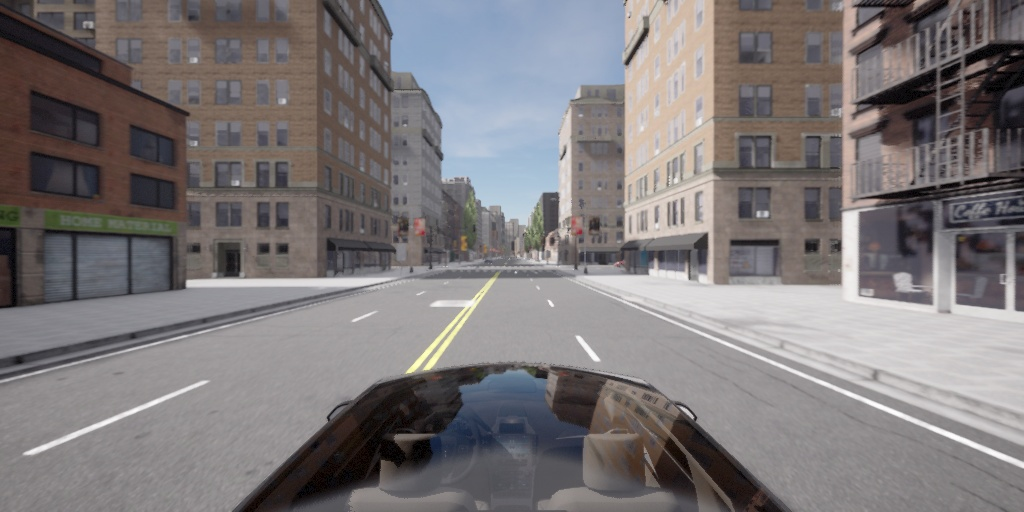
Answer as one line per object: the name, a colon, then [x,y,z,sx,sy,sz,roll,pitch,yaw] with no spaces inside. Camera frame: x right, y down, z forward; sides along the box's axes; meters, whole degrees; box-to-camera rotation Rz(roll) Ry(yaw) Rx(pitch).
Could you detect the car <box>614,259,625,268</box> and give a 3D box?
car: [18.929,1.153,59.096,4.097,1.591,1.967,0,0,0]
